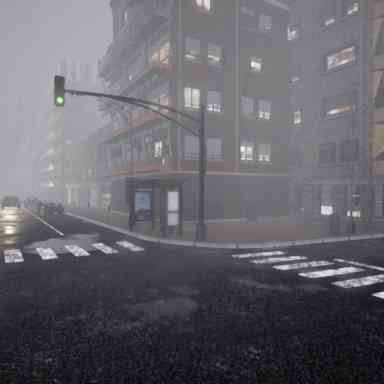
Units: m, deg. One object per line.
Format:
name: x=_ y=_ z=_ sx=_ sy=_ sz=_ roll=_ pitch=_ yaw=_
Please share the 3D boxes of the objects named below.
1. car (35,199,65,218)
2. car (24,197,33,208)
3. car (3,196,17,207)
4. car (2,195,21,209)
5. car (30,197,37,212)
car: x=-12.474 y=1.547 z=29.658 sx=2.008 sy=1.369 sz=4.403 roll=0 pitch=0 yaw=-30
car: x=-23.758 y=1.435 z=49.188 sx=1.967 sy=1.590 sz=4.097 roll=0 pitch=0 yaw=-30
car: x=-29.336 y=1.472 z=53.477 sx=1.882 sy=1.535 sz=5.008 roll=0 pitch=0 yaw=-30
car: x=-24.432 y=1.347 z=45.018 sx=2.097 sy=1.767 sz=4.553 roll=0 pitch=0 yaw=-30
car: x=-15.295 y=1.540 z=34.540 sx=1.887 sy=1.381 sz=4.507 roll=0 pitch=0 yaw=-30
